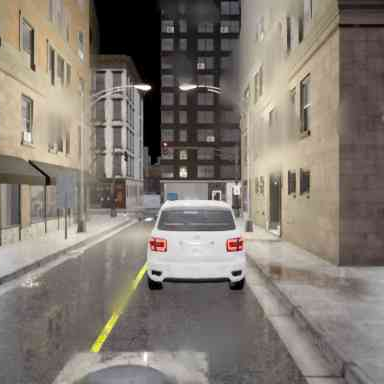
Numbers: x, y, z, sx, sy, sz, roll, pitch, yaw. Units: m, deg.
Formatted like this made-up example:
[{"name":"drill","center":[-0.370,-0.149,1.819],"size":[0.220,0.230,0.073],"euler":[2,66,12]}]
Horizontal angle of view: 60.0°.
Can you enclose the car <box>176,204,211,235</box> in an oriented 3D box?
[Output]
[{"name":"car","center":[0.060,1.524,19.538],"size":[1.812,1.442,4.674],"euler":[0,0,0]}]

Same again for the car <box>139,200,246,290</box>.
[{"name":"car","center":[0.090,1.221,9.215],"size":[2.150,2.045,5.566],"euler":[0,0,0]}]

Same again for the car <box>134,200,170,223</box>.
[{"name":"car","center":[-2.788,1.353,24.494],"size":[2.033,1.411,5.357],"euler":[0,0,0]}]
